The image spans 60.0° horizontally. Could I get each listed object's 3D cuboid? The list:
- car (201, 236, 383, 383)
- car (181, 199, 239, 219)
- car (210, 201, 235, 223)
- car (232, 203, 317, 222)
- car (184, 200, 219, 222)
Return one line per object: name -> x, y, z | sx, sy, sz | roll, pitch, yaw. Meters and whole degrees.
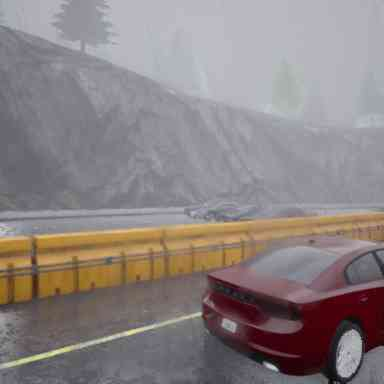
car -> 2.486, 1.480, 5.483 | 5.008, 1.535, 1.882 | 0, 0, -35
car -> 1.657, 1.485, 30.135 | 5.008, 1.535, 1.882 | 0, 0, -30
car -> 4.241, 1.555, 23.576 | 5.357, 1.411, 2.033 | 0, 0, -31
car -> 5.341, 1.554, 20.152 | 5.357, 1.411, 2.033 | 0, 0, -31
car -> 2.116, 1.498, 26.320 | 4.902, 1.511, 2.128 | 0, 0, -31
